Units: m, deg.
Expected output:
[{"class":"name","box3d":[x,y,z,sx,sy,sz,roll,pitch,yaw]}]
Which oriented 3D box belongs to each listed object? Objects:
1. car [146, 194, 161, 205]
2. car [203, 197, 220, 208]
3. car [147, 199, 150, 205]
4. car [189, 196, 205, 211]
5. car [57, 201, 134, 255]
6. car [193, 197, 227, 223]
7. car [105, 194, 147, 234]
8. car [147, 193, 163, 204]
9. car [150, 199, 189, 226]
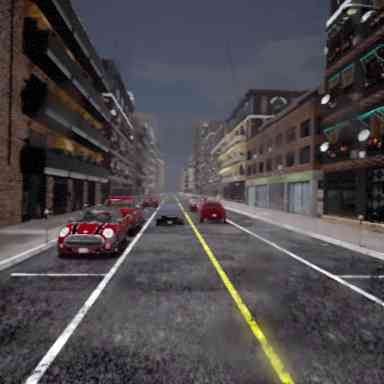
[{"class":"car","box3d":[-5.972,1.169,51.952,1.967,1.590,4.097,1,0,-4]},{"class":"car","box3d":[2.723,1.454,47.005,1.752,1.417,4.829,1,0,-4]},{"class":"car","box3d":[-4.255,1.427,23.824,1.802,1.307,4.206,1,0,-4]},{"class":"car","box3d":[0.578,1.508,38.533,1.895,1.301,4.718,1,0,-3]},{"class":"car","box3d":[-3.564,1.330,12.572,1.967,1.590,4.097,1,0,-4]},{"class":"car","box3d":[1.410,1.439,25.241,1.882,1.535,5.008,1,0,-3]},{"class":"car","box3d":[-3.904,1.183,18.198,2.192,1.841,5.009,1,0,-4]},{"class":"car","box3d":[-5.624,1.067,46.327,2.192,1.841,5.009,1,0,-4]},{"class":"car","box3d":[-1.497,1.454,22.791,2.033,1.411,5.357,1,0,-4]}]
